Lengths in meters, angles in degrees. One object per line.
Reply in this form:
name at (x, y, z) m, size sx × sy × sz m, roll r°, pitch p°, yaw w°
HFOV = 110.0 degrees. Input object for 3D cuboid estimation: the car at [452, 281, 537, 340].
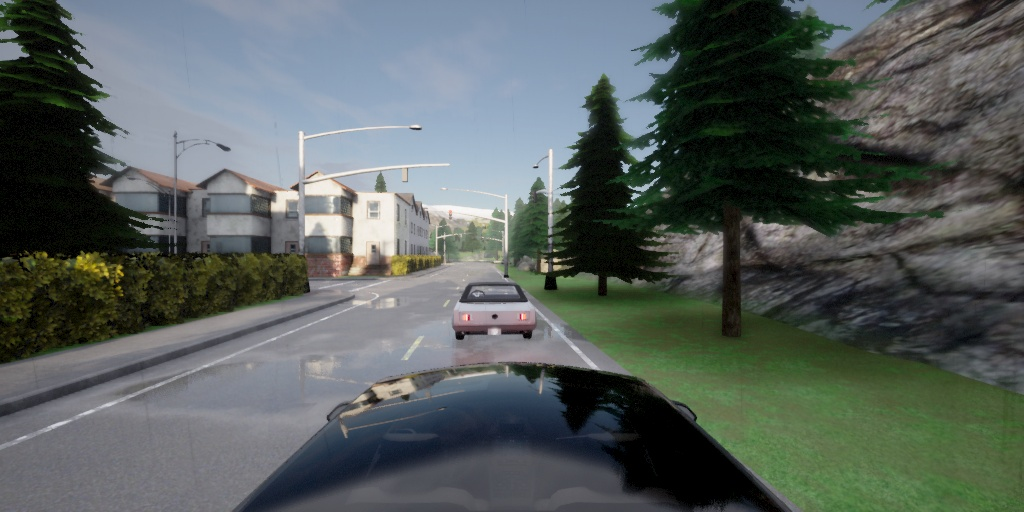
car at (-0.533, 1.351, 9.979) m, size 1.895 × 1.301 × 4.718 m, roll 0°, pitch 0°, yaw -4°
